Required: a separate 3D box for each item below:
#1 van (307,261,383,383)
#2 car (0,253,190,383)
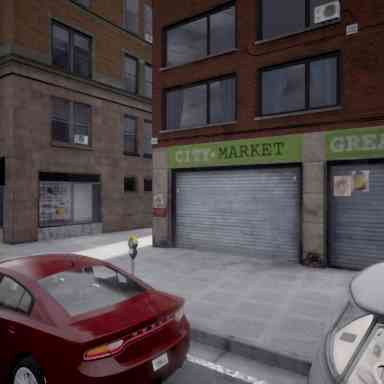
[{"bbox_3d":[2.482,1.341,1.306,3.998,1.788,1.690,0,0,35],"label":"van"},{"bbox_3d":[-2.127,1.544,4.592,4.507,1.381,1.887,0,0,35],"label":"car"}]
